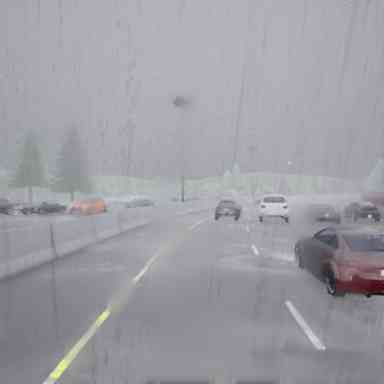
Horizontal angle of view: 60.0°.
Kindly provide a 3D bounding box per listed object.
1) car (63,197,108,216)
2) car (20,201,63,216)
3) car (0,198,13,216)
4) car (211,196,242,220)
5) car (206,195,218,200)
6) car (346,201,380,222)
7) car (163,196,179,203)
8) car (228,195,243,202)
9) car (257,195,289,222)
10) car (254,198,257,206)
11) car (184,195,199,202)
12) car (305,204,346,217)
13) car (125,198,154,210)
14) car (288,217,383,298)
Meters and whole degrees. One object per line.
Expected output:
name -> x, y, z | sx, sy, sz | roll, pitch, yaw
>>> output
car -> -10.220, 1.322, 32.862 | 2.097, 1.767, 4.553 | 0, 0, 13
car -> -14.066, 1.559, 31.734 | 1.895, 1.301, 4.718 | 0, 0, 12
car -> -18.086, 1.298, 29.342 | 2.097, 1.767, 4.553 | 0, 0, 11
car -> 3.166, 1.427, 28.325 | 2.033, 1.649, 4.856 | 0, 0, 13
car -> 4.887, 1.442, 73.177 | 1.882, 1.535, 5.008 | 0, 0, 28
car -> 13.790, 1.546, 27.201 | 1.837, 1.490, 4.892 | 0, 0, 12
car -> -4.428, 1.506, 70.350 | 2.128, 1.511, 4.902 | 0, 0, 24
car -> 9.860, 1.444, 75.006 | 1.812, 1.442, 4.674 | 0, 0, 28
car -> 6.525, 1.241, 26.793 | 2.150, 2.045, 5.566 | 0, 0, 12
car -> 11.483, 1.515, 54.765 | 1.882, 1.535, 5.008 | 0, 0, 23
car -> -0.237, 1.459, 70.911 | 1.837, 1.490, 4.892 | 0, 0, 26
car -> 9.767, 1.593, 25.032 | 1.994, 1.385, 4.181 | 0, 0, 11
car -> -5.718, 1.490, 36.610 | 1.837, 1.490, 4.892 | 0, -1, 15
car -> 4.039, 1.576, 8.565 | 1.994, 1.385, 4.181 | 0, 0, 4
